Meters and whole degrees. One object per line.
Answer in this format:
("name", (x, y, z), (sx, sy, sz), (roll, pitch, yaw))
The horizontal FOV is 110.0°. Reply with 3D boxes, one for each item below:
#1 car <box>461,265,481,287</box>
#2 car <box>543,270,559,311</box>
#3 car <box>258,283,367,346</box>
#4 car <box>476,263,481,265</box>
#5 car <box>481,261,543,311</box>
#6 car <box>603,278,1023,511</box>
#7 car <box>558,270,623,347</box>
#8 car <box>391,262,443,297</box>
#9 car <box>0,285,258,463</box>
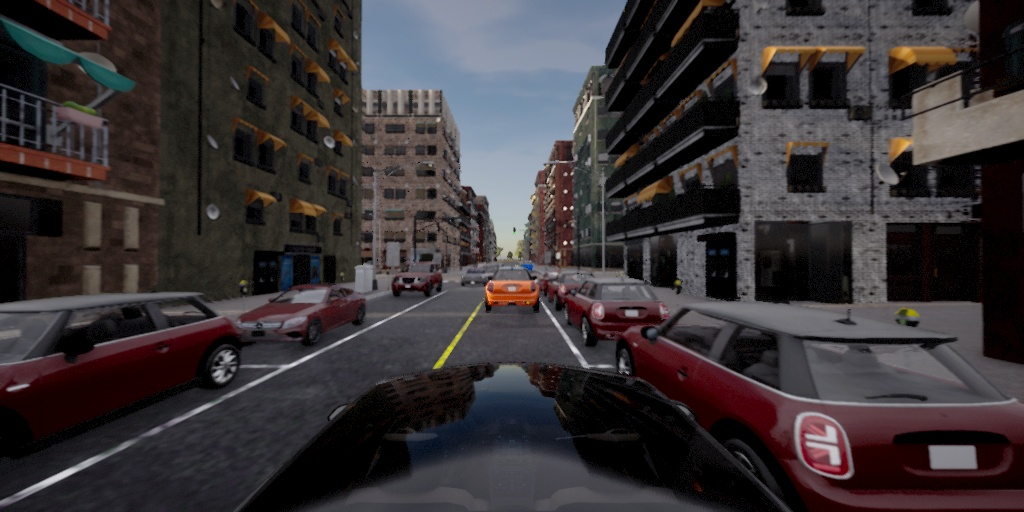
("car", (-2.769, 1.616, 27.643), (1.895, 1.301, 4.718), (0, -1, 0))
("car", (2.563, 1.328, 15.205), (1.967, 1.591, 4.097), (0, 0, 0))
("car", (-5.316, 1.414, 9.610), (1.802, 1.307, 4.207), (0, 0, 0))
("car", (-5.288, 1.909, 59.001), (1.802, 1.307, 4.207), (0, 0, 0))
("car", (0.020, 1.240, 15.272), (2.097, 1.767, 4.553), (0, -1, 1))
("car", (2.565, 1.214, 4.017), (1.967, 1.591, 4.097), (0, 0, 0))
("car", (2.564, 1.271, 9.611), (1.967, 1.591, 4.097), (0, 0, 0))
("car", (-5.318, 1.260, 20.799), (2.192, 1.841, 5.009), (0, 0, 0))
("car", (-5.316, 1.214, 4.016), (1.967, 1.591, 4.097), (0, 0, 0))
